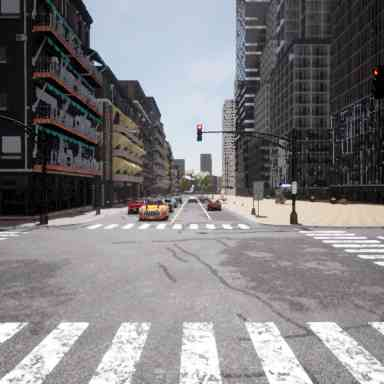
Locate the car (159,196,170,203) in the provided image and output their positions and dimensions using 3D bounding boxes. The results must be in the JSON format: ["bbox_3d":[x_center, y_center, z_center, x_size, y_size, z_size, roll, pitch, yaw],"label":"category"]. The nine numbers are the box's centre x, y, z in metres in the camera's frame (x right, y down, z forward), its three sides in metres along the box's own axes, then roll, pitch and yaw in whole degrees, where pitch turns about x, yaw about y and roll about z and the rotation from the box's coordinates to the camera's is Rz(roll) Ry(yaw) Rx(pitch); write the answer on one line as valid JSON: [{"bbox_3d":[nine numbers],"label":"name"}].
[{"bbox_3d":[-5.655,1.583,69.301,1.802,1.307,4.206,-1,0,0],"label":"car"}]

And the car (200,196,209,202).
[{"bbox_3d":[2.696,1.548,75.002,1.887,1.381,4.507,-1,0,0],"label":"car"}]

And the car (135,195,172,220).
[{"bbox_3d":[-3.080,1.348,27.662,2.097,1.767,4.553,0,0,0],"label":"car"}]

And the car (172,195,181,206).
[{"bbox_3d":[-3.060,1.544,47.987,2.033,1.411,5.357,0,0,0],"label":"car"}]

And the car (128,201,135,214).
[{"bbox_3d":[-5.677,1.540,35.407,1.887,1.381,4.507,-1,0,0],"label":"car"}]

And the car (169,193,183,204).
[{"bbox_3d":[-2.968,1.225,63.039,2.150,2.045,5.566,0,0,0],"label":"car"}]

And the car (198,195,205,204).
[{"bbox_3d":[2.689,1.551,63.704,2.008,1.369,4.403,-1,0,0],"label":"car"}]

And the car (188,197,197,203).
[{"bbox_3d":[0.153,1.602,69.740,1.895,1.301,4.718,0,0,0],"label":"car"}]

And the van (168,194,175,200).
[{"bbox_3d":[-5.643,1.350,91.896,1.690,1.788,3.998,-1,0,0],"label":"van"}]

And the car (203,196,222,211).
[{"bbox_3d":[2.673,1.540,41.108,1.887,1.381,4.507,-1,0,0],"label":"car"}]

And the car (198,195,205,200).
[{"bbox_3d":[2.706,1.535,92.119,1.752,1.417,4.829,-1,0,0],"label":"car"}]

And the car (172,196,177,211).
[{"bbox_3d":[-3.072,1.500,37.659,1.837,1.490,4.892,0,0,0],"label":"car"}]

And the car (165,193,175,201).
[{"bbox_3d":[-5.648,1.322,86.248,2.192,1.841,5.009,-1,0,0],"label":"car"}]
